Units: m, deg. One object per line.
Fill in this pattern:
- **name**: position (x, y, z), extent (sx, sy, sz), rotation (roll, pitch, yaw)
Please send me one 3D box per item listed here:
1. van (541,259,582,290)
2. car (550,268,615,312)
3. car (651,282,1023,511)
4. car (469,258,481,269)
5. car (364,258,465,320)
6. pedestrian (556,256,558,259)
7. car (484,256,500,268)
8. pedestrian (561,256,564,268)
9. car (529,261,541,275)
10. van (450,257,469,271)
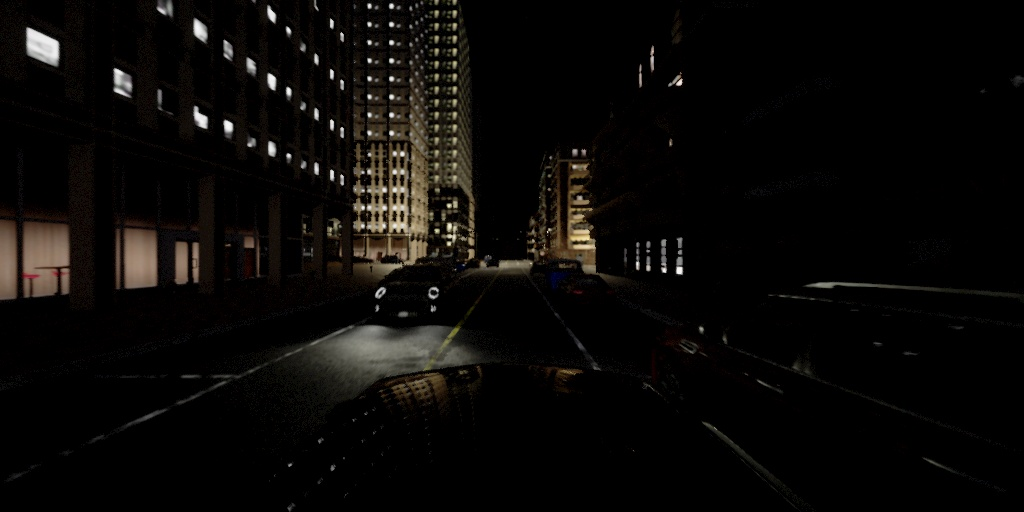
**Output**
- **van**: position (2.693, 1.040, 19.259), extent (1.690, 1.789, 3.998), rotation (0, 0, 0)
- **car**: position (2.692, 1.297, 13.610), extent (1.802, 1.307, 4.207), rotation (0, 0, 0)
- **car**: position (2.691, 1.063, 2.313), extent (2.192, 1.841, 5.009), rotation (0, 0, 0)
- **car**: position (-5.683, 1.052, 53.152), extent (1.967, 1.591, 4.097), rotation (0, 0, 0)
- **car**: position (-3.097, 1.070, 12.466), extent (2.097, 1.767, 4.553), rotation (0, 0, 0)
- **pedestrian**: position (7.143, 0.909, 57.282), extent (0.375, 1.860, 0.375), rotation (0, 0, 0)
- **car**: position (-2.993, 1.165, 56.617), extent (1.812, 1.442, 4.674), rotation (0, 0, 0)
- **pedestrian**: position (8.143, 0.934, 57.882), extent (0.375, 1.860, 0.375), rotation (0, 0, 0)
- **car**: position (2.696, 1.204, 36.204), extent (2.007, 1.370, 4.403), rotation (0, 0, 0)
- **van**: position (-5.685, 0.994, 36.206), extent (1.690, 1.789, 3.998), rotation (0, 0, 0)
